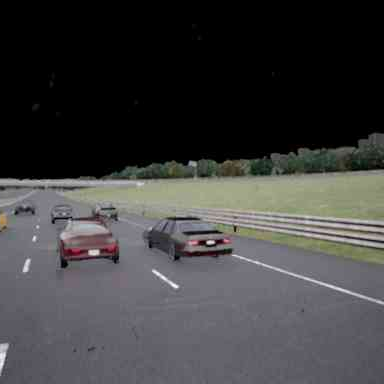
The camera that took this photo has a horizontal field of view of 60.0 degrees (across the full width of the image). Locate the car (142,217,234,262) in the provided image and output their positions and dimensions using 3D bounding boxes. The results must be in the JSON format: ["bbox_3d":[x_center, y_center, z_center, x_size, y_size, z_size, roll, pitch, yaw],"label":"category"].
[{"bbox_3d":[-0.406,1.679,12.874,2.033,1.411,5.357,0,-1,-23],"label":"car"}]

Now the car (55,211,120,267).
[{"bbox_3d":[-3.820,1.652,11.977,1.812,1.442,4.674,0,-1,-23],"label":"car"}]

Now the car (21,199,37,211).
[{"bbox_3d":[-25.251,1.944,51.729,2.097,1.767,4.553,0,-1,-24],"label":"car"}]

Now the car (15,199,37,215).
[{"bbox_3d":[-20.263,1.826,40.556,2.097,1.767,4.553,0,-1,-23],"label":"car"}]

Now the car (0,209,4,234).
[{"bbox_3d":[-10.317,1.393,15.228,2.150,2.045,5.566,0,-1,-24],"label":"car"}]

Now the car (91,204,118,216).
[{"bbox_3d":[-8.004,1.826,30.258,2.128,1.511,4.902,0,-1,-24],"label":"car"}]

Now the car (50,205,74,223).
[{"bbox_3d":[-11.319,1.874,29.108,2.033,1.411,5.357,0,-1,-24],"label":"car"}]

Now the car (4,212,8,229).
[{"bbox_3d":[-12.709,1.711,20.701,1.882,1.535,5.008,0,-1,-24],"label":"car"}]
